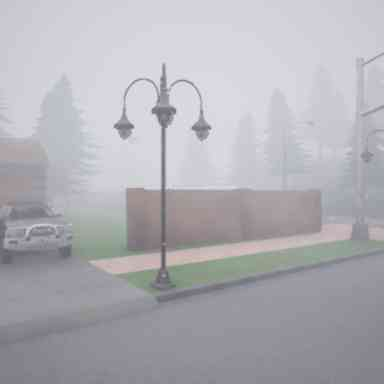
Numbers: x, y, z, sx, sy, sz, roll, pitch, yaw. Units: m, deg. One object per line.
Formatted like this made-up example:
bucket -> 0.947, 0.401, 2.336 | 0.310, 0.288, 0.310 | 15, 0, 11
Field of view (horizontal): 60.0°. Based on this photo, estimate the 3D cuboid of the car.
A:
car -> -5.579, 1.174, 11.360 | 1.932, 1.855, 4.605 | 0, 0, -36
